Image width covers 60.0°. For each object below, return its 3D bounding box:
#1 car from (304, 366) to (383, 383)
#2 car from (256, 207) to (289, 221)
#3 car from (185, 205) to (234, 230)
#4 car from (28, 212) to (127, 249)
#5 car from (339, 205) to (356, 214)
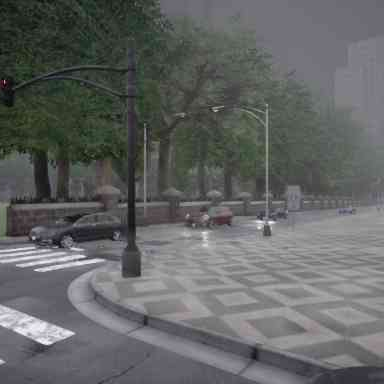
[{"bbox_3d":[2.454,1.551,1.218,4.403,1.369,2.008,0,0,35],"label":"car"},{"bbox_3d":[8.838,2.289,35.912,2.033,1.411,5.357,0,-1,35],"label":"car"},{"bbox_3d":[1.406,1.822,25.349,2.097,1.767,4.553,0,-1,35],"label":"car"},{"bbox_3d":[-5.228,1.741,15.917,1.837,1.490,4.892,0,-1,35],"label":"car"},{"bbox_3d":[24.836,2.781,53.107,2.033,1.411,5.357,0,-1,34],"label":"car"}]
